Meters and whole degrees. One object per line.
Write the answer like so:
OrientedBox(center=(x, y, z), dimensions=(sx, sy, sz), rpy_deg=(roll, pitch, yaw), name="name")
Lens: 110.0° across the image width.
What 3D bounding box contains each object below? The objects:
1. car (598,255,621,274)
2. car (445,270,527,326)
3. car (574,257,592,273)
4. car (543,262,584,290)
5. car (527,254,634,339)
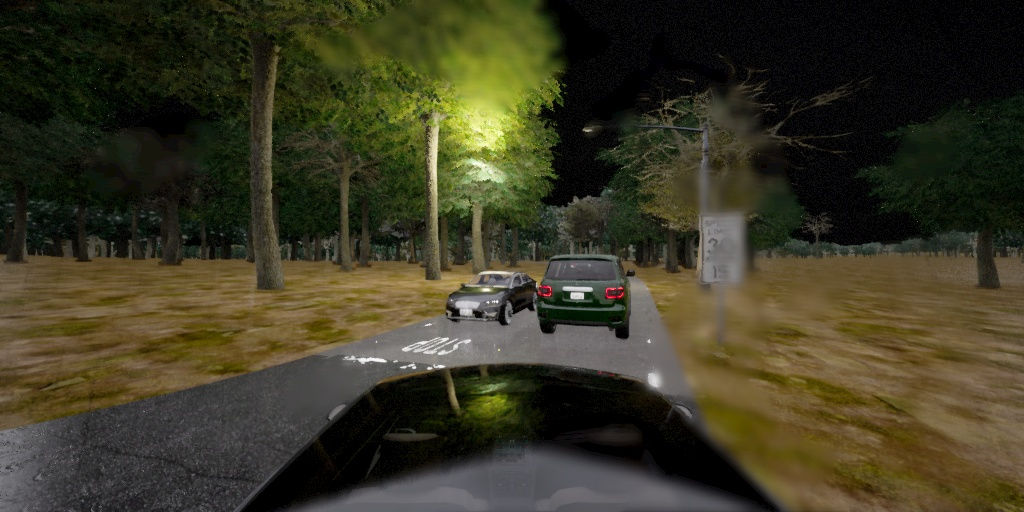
OrientedBox(center=(11.404, 0.945, 42.291), dimensions=(2.150, 2.045, 5.566), rpy_deg=(0, 0, 11), name="car")
OrientedBox(center=(-0.452, 1.254, 12.026), dimensions=(2.128, 1.511, 4.902), rpy_deg=(0, 0, 19), name="car")
OrientedBox(center=(8.595, 1.075, 43.750), dimensions=(2.097, 1.767, 4.553), rpy_deg=(0, 0, 10), name="car")
OrientedBox(center=(3.575, 1.246, 24.073), dimensions=(1.882, 1.535, 5.008), rpy_deg=(0, 0, 17), name="car")
OrientedBox(center=(2.312, 0.976, 10.464), dimensions=(2.150, 2.045, 5.566), rpy_deg=(0, 0, 19), name="car")
